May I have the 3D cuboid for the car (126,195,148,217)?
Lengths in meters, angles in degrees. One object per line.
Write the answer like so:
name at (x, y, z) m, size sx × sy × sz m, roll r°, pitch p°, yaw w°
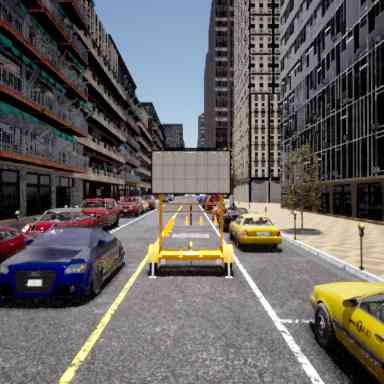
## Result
car at (-5.800, 1.343, 31.516) m, size 2.192 × 1.841 × 5.009 m, roll 0°, pitch 0°, yaw 0°

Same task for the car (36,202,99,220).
car at (-5.737, 1.448, 14.527) m, size 1.967 × 1.590 × 4.097 m, roll 0°, pitch 0°, yaw 0°

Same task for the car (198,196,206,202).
car at (2.388, 1.765, 82.516) m, size 1.802 × 1.307 × 4.206 m, roll 0°, pitch 0°, yaw 0°

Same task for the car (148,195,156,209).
car at (-5.843, 1.364, 42.844) m, size 2.192 × 1.841 × 5.009 m, roll 0°, pitch 0°, yaw 0°

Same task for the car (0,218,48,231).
car at (-5.717, 1.585, 8.864) m, size 1.802 × 1.307 × 4.206 m, roll 0°, pitch 0°, yaw 0°

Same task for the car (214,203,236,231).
car at (2.621, 1.580, 20.221) m, size 1.947 × 1.339 × 4.313 m, roll 0°, pitch 0°, yaw 0°

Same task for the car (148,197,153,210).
car at (-5.822, 1.562, 37.011) m, size 1.752 × 1.417 × 4.829 m, roll 0°, pitch 0°, yaw 0°

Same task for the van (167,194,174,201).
van at (-6.034, 1.575, 93.813) m, size 1.690 × 1.788 × 3.998 m, roll 0°, pitch 0°, yaw 0°

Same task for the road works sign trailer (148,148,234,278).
road works sign trailer at (-0.030, 0.468, 10.081) m, size 2.380 × 3.560 × 2.880 m, roll 0°, pitch 0°, yaw 0°

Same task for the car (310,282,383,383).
car at (2.684, 1.526, 3.403) m, size 1.752 × 1.417 × 4.829 m, roll 0°, pitch 0°, yaw 0°

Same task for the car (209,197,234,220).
car at (2.600, 1.460, 25.884) m, size 1.967 × 1.590 × 4.097 m, roll 0°, pitch 0°, yaw 0°

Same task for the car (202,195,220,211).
car at (2.559, 1.352, 37.212) m, size 2.192 × 1.841 × 5.009 m, roll 0°, pitch 0°, yaw 0°

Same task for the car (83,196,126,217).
car at (-5.757, 1.329, 20.191) m, size 2.192 × 1.841 × 5.009 m, roll 0°, pitch 0°, yaw 0°

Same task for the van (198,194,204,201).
van at (2.367, 1.547, 88.180) m, size 1.690 × 1.788 × 3.998 m, roll 0°, pitch 0°, yaw 0°

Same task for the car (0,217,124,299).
car at (-3.031, 1.566, 8.397) m, size 1.994 × 1.385 × 4.181 m, roll 0°, pitch 0°, yaw 0°

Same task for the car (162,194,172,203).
car at (-5.950, 1.704, 71.159) m, size 1.947 × 1.339 × 4.313 m, roll 0°, pitch 0°, yaw 0°

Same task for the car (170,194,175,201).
car at (-6.014, 1.772, 88.148) m, size 1.947 × 1.339 × 4.313 m, roll 0°, pitch 0°, yaw 0°

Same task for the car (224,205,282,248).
car at (2.642, 1.533, 14.728) m, size 1.752 × 1.417 × 4.829 m, roll 0°, pitch 0°, yaw 0°

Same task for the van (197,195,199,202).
van at (2.431, 1.480, 71.191) m, size 1.690 × 1.788 × 3.998 m, roll 0°, pitch 0°, yaw 0°

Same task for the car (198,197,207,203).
car at (2.409, 1.742, 76.854) m, size 1.802 × 1.307 × 4.206 m, roll 0°, pitch 0°, yaw 0°

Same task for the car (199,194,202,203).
car at (2.516, 1.378, 48.537) m, size 2.192 × 1.841 × 5.009 m, roll 0°, pitch 0°, yaw 0°
